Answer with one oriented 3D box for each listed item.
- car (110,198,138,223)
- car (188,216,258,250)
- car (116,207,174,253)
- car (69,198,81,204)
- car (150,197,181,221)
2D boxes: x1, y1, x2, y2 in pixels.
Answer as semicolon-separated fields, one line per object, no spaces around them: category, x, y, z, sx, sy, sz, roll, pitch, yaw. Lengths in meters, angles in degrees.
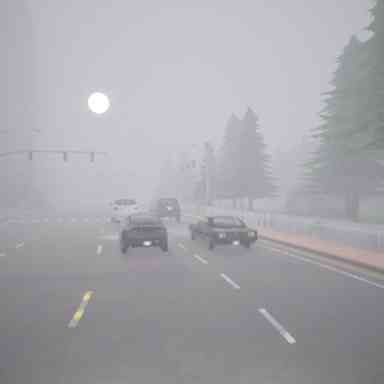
car;-5.865;1.496;28.881;2.150;2.045;5.566;0;0;-14
car;1.203;1.742;15.280;1.895;1.301;4.718;0;-1;-14
car;-2.236;1.648;14.613;1.837;1.490;4.892;0;0;-14
car;-30.674;2.388;86.925;2.128;1.511;4.902;0;-1;-38
car;-2.472;1.499;29.740;2.150;2.045;5.566;0;0;-14
